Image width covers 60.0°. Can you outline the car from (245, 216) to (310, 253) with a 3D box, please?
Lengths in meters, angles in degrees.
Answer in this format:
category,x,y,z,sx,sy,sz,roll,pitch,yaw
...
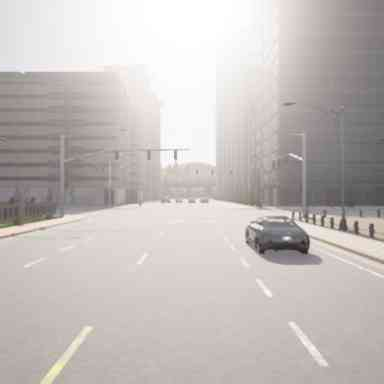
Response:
category,x,y,z,sx,sy,sz,roll,pitch,yaw
car,3.503,1.698,14.272,1.994,1.385,4.181,0,-1,0

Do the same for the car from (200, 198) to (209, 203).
category,x,y,z,sx,sy,sz,roll,pitch,yaw
car,3.487,2.278,89.439,1.837,1.490,4.892,0,-1,0

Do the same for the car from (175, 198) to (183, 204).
category,x,y,z,sx,sy,sz,roll,pitch,yaw
car,-3.513,2.325,88.334,1.837,1.490,4.892,0,-1,0

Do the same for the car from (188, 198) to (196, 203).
category,x,y,z,sx,sy,sz,roll,pitch,yaw
car,-0.013,2.255,89.440,1.882,1.535,5.008,0,-1,0

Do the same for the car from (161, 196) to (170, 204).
category,x,y,z,sx,sy,sz,roll,pitch,yaw
car,-7.013,2.050,88.307,2.150,2.045,5.566,0,-1,0
